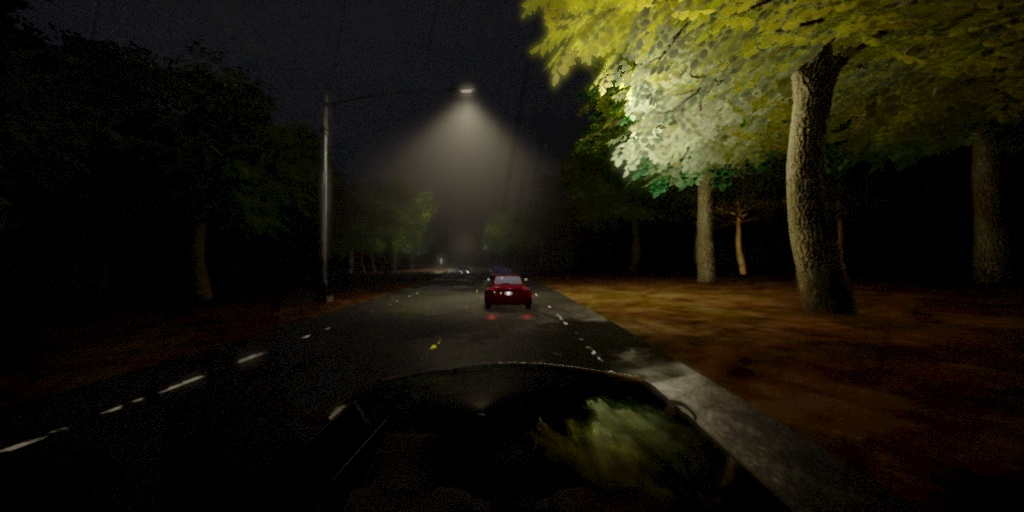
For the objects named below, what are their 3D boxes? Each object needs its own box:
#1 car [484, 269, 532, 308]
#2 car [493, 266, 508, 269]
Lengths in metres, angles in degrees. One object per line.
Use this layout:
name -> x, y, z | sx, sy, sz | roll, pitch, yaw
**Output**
car -> -0.198, 1.473, 16.158 | 1.994, 1.385, 4.181 | 0, -1, -2
car -> -0.974, 1.626, 31.307 | 1.812, 1.442, 4.674 | 0, -1, -4
